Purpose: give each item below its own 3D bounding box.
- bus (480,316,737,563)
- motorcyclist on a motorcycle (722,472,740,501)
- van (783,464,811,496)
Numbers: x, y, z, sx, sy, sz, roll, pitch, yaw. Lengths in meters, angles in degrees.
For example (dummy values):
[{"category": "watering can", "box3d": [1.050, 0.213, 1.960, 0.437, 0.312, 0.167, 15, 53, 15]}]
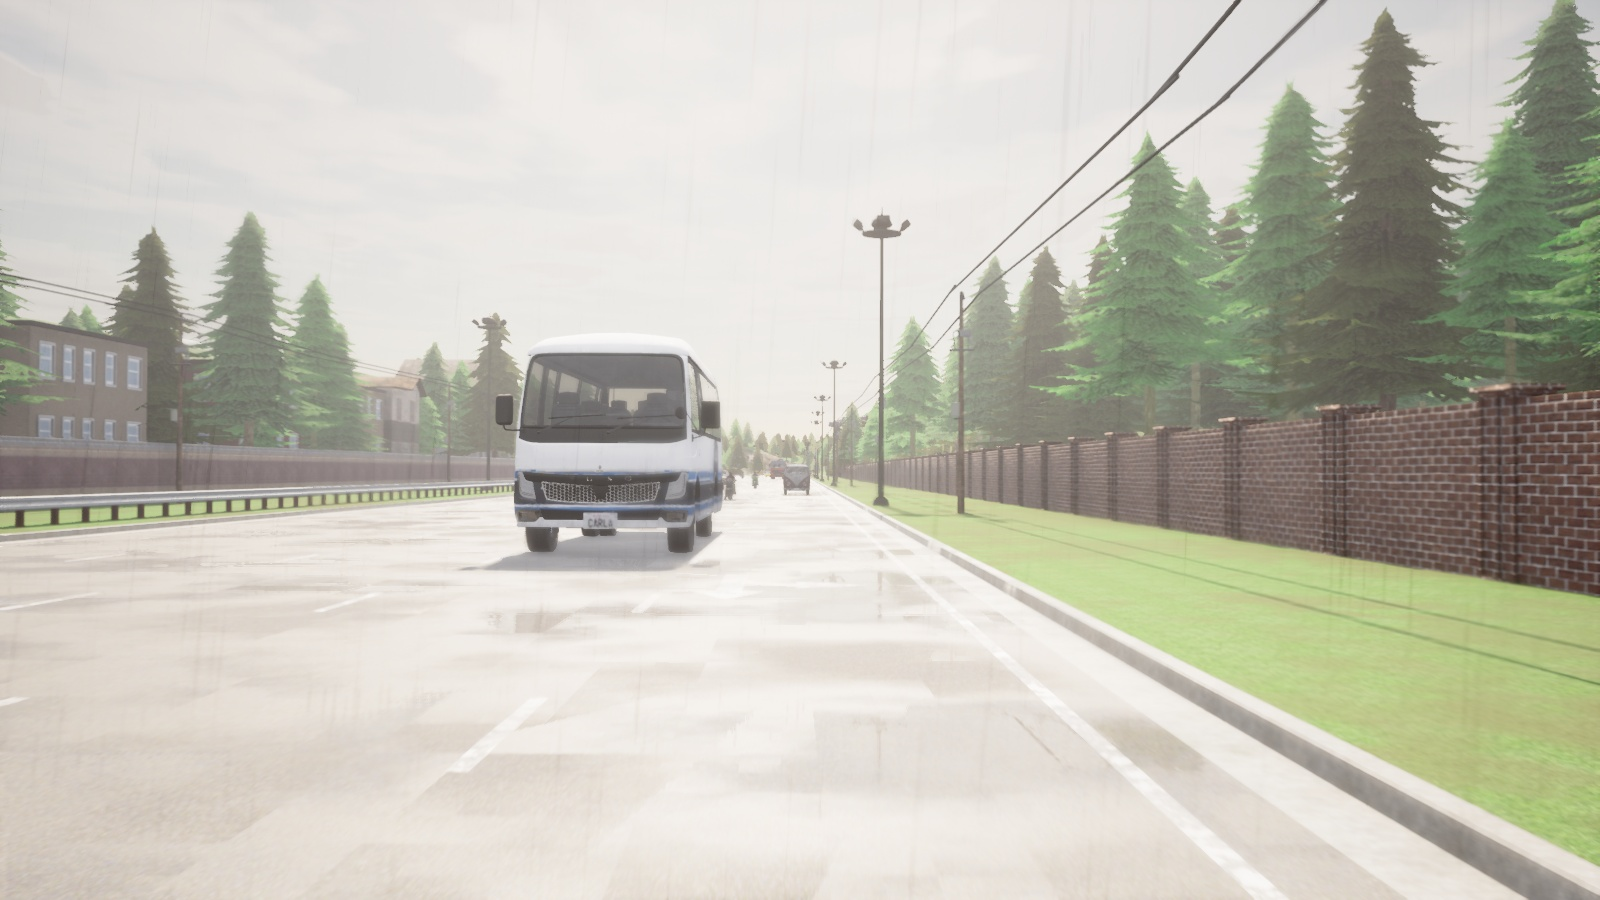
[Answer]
[{"category": "bus", "box3d": [-3.569, -0.099, 26.813, 3.944, 4.253, 10.273, 0, -1, 0]}, {"category": "motorcyclist on a motorcycle", "box3d": [-3.672, 1.929, 66.788, 0.797, 1.523, 2.044, 0, -1, 1]}, {"category": "van", "box3d": [-0.197, 1.938, 81.804, 1.775, 1.987, 4.442, 0, -1, 0]}]
